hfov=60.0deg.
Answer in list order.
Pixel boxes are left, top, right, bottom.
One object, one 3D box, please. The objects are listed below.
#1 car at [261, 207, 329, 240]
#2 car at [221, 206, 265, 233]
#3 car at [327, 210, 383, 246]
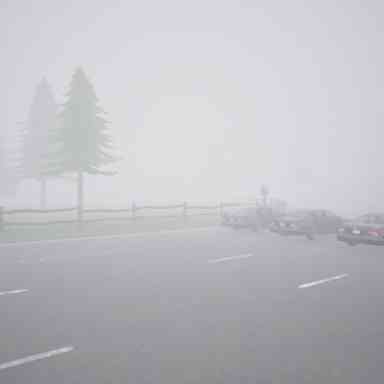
[{"bbox_3d":[6.236,1.560,16.916,5.357,1.411,2.033,0,0,-35],"label":"car"},{"bbox_3d":[4.204,1.560,19.765,5.357,1.411,2.033,0,0,-35],"label":"car"},{"bbox_3d":[8.269,1.560,14.066,5.357,1.411,2.033,0,0,-35],"label":"car"}]
